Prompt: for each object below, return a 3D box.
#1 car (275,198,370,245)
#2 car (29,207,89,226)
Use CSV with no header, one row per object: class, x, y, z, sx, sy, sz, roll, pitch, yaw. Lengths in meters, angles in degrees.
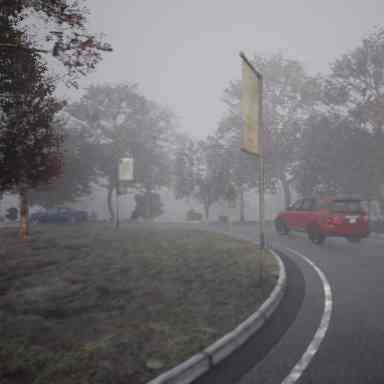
car,6.137,1.298,16.378,2.150,2.045,5.566,0,0,-11
car,-11.615,2.070,28.931,5.008,1.535,1.882,-1,-2,-3
